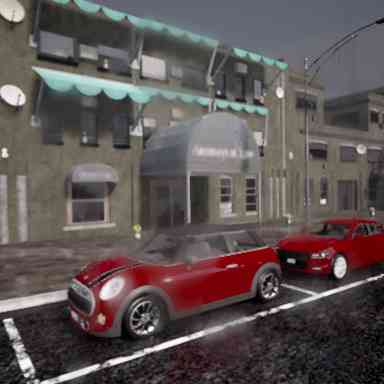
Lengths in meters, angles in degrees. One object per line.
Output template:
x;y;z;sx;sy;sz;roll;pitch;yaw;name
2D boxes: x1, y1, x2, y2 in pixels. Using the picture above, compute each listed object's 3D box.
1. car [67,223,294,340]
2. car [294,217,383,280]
-0.217;1.403;6.395;4.097;1.590;1.967;-1;0;-35;car
4.313;1.449;9.599;4.507;1.381;1.887;-1;0;-35;car
